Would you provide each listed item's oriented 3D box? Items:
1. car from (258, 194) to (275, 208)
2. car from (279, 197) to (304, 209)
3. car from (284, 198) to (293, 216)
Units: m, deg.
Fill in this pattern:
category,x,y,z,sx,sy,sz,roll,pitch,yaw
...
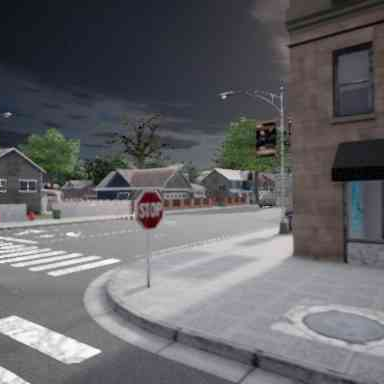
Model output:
category,x,y,z,sx,sy,sz,roll,pitch,yaw
car,12.173,1.361,51.226,2.150,2.045,5.566,-1,0,36
car,14.830,1.592,49.350,2.128,1.511,4.902,-1,0,36
car,10.628,1.620,32.391,1.994,1.385,4.181,-1,0,36
